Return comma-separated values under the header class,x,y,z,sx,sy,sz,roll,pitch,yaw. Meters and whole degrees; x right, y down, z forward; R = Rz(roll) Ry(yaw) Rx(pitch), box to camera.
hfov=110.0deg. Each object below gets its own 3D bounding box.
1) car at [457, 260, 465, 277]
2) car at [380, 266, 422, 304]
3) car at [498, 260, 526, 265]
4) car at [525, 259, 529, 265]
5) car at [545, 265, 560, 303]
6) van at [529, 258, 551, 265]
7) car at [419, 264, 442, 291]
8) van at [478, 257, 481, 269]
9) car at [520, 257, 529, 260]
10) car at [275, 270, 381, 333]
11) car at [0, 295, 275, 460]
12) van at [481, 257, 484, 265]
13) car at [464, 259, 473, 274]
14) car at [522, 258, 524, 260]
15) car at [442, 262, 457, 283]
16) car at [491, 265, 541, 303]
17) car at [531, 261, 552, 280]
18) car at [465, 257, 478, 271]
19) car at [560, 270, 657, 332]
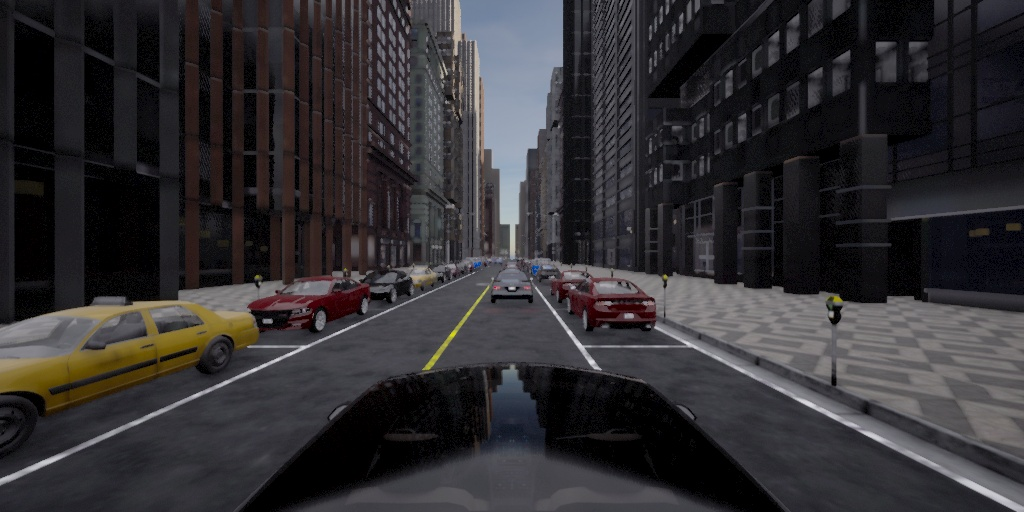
class,x,y,z,sx,sy,sz,roll,pitch,yaw
car,-5.763,1.337,33.248,1.802,1.307,4.207,0,0,0
car,-5.763,1.314,16.338,1.948,1.339,4.313,0,0,0
car,0.000,1.288,31.501,1.812,1.442,4.674,0,0,0
car,2.762,1.310,38.900,2.007,1.370,4.403,0,0,0
car,2.762,1.293,16.356,1.888,1.381,4.507,0,0,0
van,2.762,1.096,33.264,1.690,1.789,3.998,0,0,0
car,-5.763,1.275,21.804,1.751,1.417,4.829,0,0,0
van,-5.763,1.110,50.157,1.690,1.789,3.998,0,0,0
car,2.762,1.327,61.445,1.888,1.381,4.507,0,0,0
car,-5.763,1.293,10.702,1.888,1.381,4.507,0,0,0
car,-5.763,1.273,4.895,1.751,1.417,4.829,0,0,0
van,-5.763,1.116,55.793,1.690,1.789,3.998,0,0,0
car,-5.763,1.325,38.884,1.948,1.339,4.313,0,0,0
car,2.762,1.320,50.173,2.007,1.370,4.403,0,0,0
car,-5.763,1.318,27.610,1.948,1.339,4.313,0,0,0
car,0.000,1.313,16.500,2.033,1.411,5.357,0,0,0
car,2.762,1.302,27.628,2.007,1.370,4.403,0,0,0
car,-5.763,1.203,44.521,1.967,1.591,4.097,0,0,0
car,2.762,1.293,10.719,1.888,1.381,4.507,0,0,0
